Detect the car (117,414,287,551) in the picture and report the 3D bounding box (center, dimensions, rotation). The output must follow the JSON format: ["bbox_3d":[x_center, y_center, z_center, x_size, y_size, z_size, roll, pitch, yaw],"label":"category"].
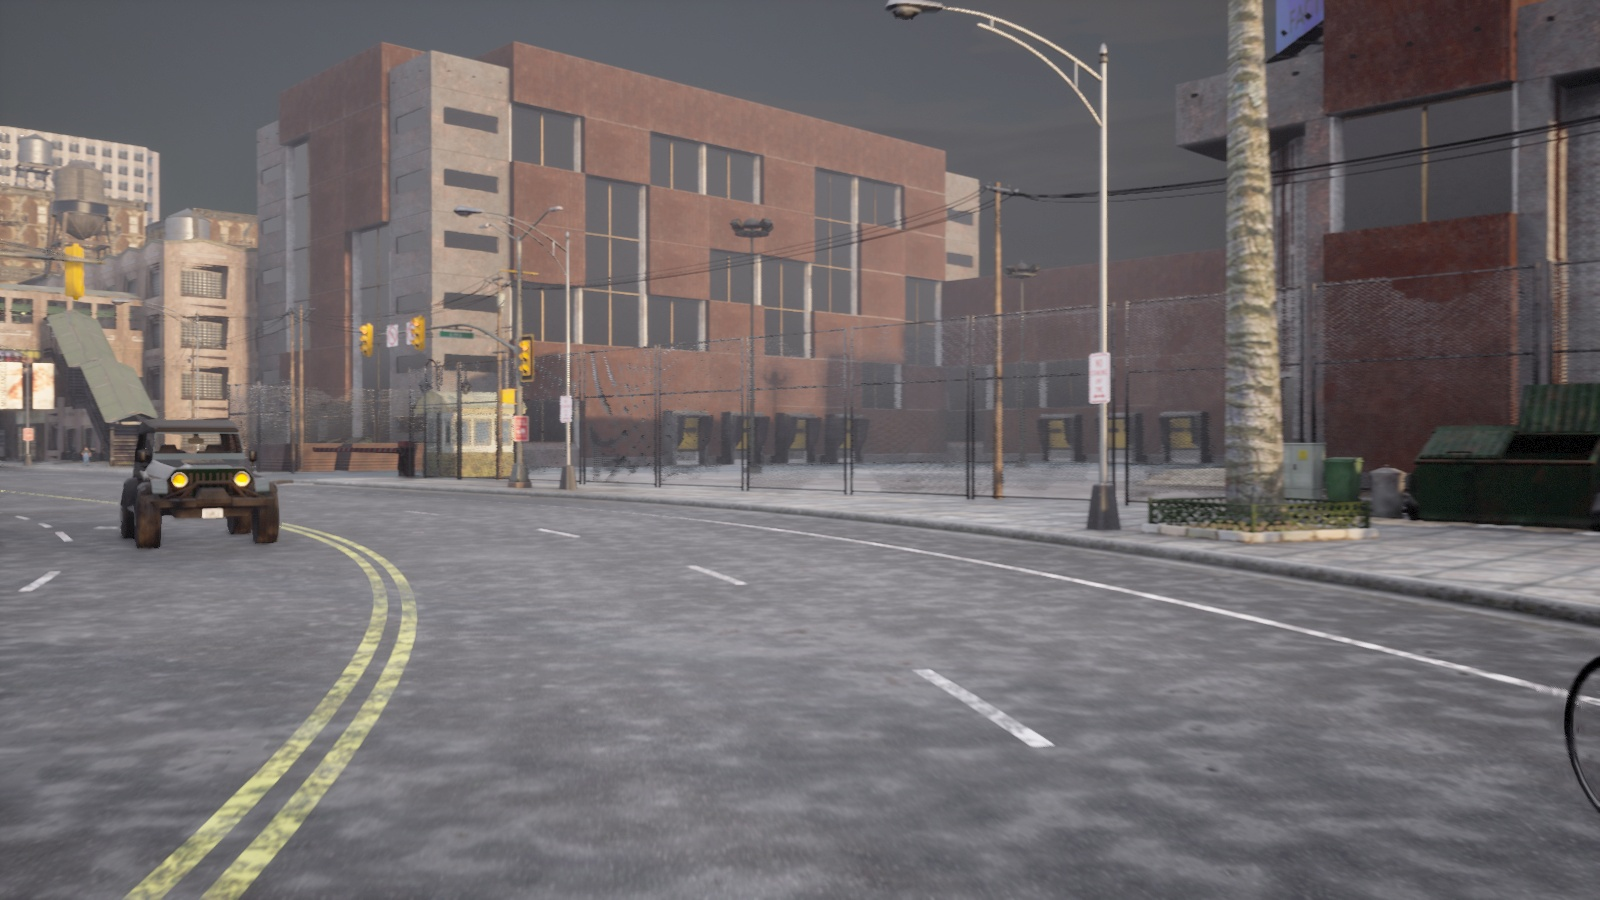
[{"bbox_3d":[-9.274,0.435,19.319,1.905,1.878,3.866,0,0,-33],"label":"car"}]

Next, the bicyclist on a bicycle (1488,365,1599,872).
[{"bbox_3d":[3.166,0.593,4.114,0.659,1.776,1.843,0,1,-6],"label":"bicyclist on a bicycle"}]
